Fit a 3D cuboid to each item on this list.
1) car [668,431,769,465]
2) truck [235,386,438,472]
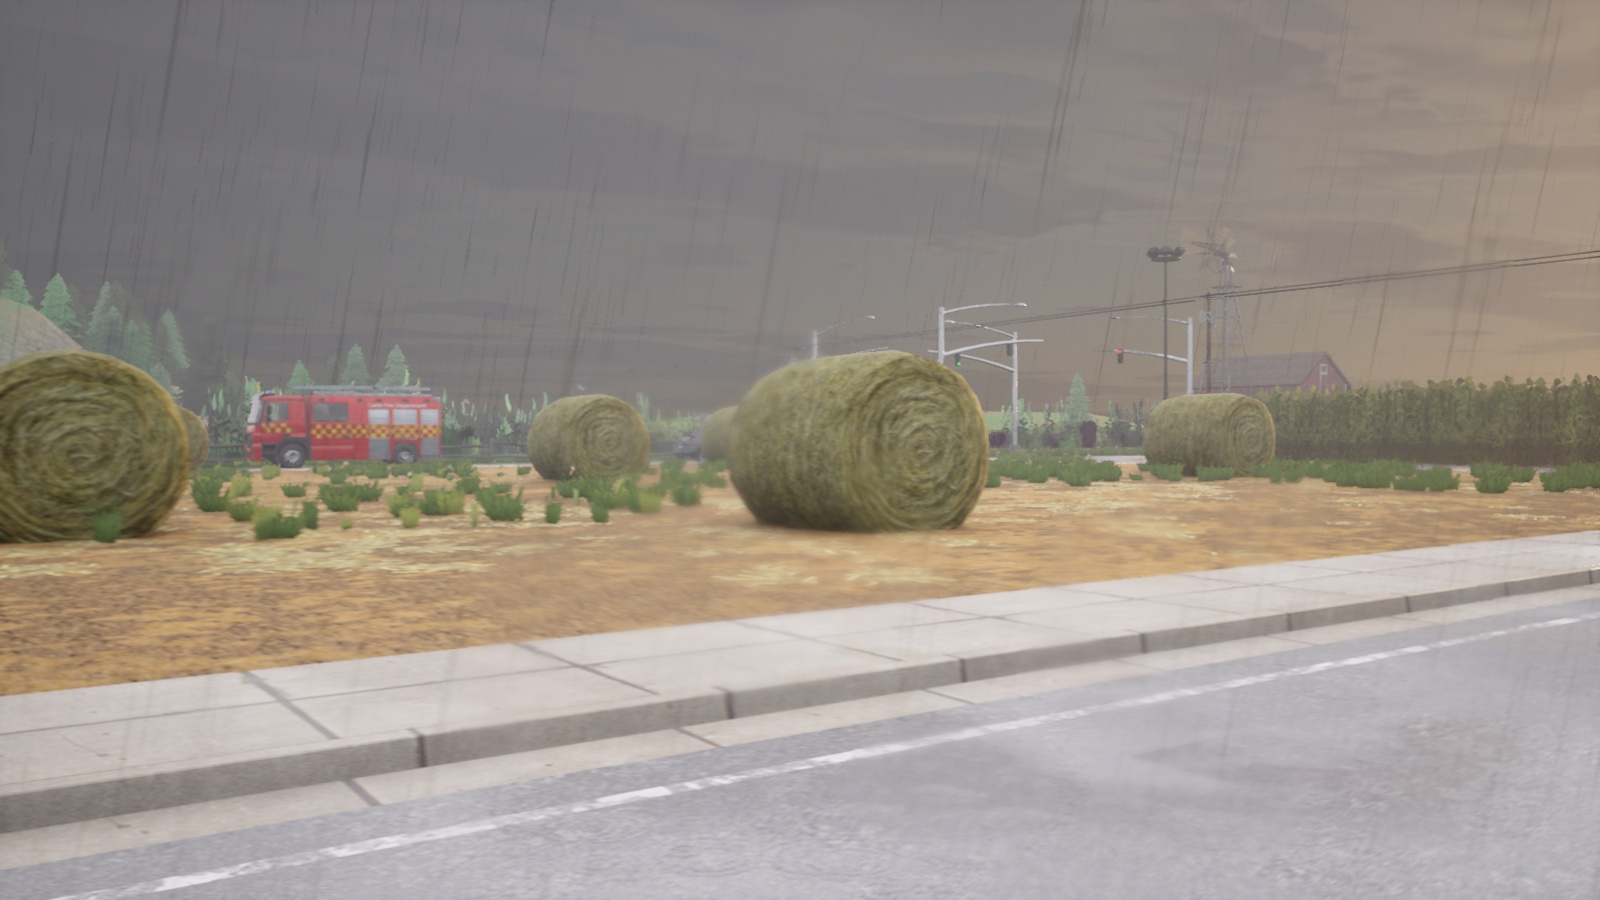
[{"bbox_3d":[-4.211,-0.121,65.321,4.856,1.649,2.033,-1,1,-31],"label":"car"},{"bbox_3d":[-21.654,-0.994,58.872,8.468,3.827,2.891,-1,1,-31],"label":"truck"}]
